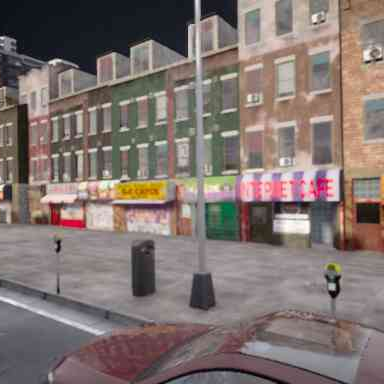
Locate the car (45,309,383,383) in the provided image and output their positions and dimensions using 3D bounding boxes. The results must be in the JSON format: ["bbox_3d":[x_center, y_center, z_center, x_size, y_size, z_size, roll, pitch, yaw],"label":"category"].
[{"bbox_3d":[0.610,1.590,2.383,4.206,1.307,1.802,-1,-1,35],"label":"car"}]
